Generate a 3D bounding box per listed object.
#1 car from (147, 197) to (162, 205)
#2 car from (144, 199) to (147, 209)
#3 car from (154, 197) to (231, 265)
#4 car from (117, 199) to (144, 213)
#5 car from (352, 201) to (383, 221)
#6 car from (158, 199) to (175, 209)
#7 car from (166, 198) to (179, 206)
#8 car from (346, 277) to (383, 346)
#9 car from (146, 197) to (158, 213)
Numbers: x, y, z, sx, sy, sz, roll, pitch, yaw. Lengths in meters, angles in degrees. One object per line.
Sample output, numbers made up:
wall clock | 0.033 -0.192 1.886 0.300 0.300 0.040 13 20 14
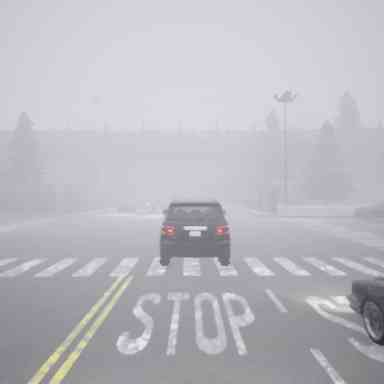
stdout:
car | -7.016 1.644 62.848 2.128 1.511 4.902 0 0 0
car | -7.094 1.660 46.991 2.033 1.411 5.357 0 0 0
car | 0.096 1.251 11.996 2.150 2.045 5.566 0 0 0
car | -7.136 1.655 37.752 1.994 1.385 4.181 0 0 1
car | 15.571 1.500 26.838 4.902 1.511 2.128 0 0 2
car | -3.586 1.677 47.165 1.994 1.385 4.181 0 0 1
car | -3.527 1.747 60.937 1.895 1.301 4.718 0 0 0
car | 3.587 1.556 3.320 2.033 1.411 5.357 0 0 0
car | -3.594 1.584 38.277 2.128 1.511 4.902 0 0 0
